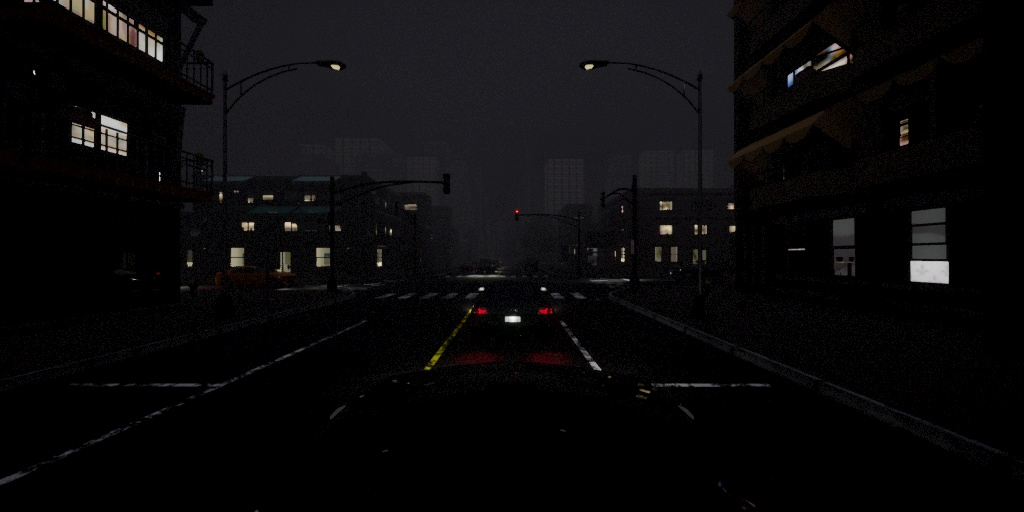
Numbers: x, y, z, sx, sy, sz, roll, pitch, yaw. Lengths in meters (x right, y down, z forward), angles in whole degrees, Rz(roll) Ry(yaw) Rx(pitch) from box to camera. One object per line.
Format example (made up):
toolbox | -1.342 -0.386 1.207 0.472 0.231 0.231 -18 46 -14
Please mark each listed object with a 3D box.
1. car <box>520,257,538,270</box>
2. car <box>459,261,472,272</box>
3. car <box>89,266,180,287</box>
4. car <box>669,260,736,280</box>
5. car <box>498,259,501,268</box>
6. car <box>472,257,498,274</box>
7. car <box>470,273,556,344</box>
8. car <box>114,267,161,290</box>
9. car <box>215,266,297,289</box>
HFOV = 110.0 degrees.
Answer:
car | 2.735 1.092 52.039 2.192 1.841 5.009 0 0 0
car | -5.738 1.316 46.525 1.888 1.381 4.507 0 0 0
car | -29.630 1.582 28.259 4.902 1.511 2.128 -1 0 0
car | 14.961 1.061 28.246 4.902 1.511 2.128 -1 0 0
car | -3.049 1.323 50.971 2.033 1.411 5.357 0 0 0
car | -3.001 1.117 40.711 2.097 1.767 4.553 0 0 -2
car | 0.016 1.315 9.647 1.994 1.385 4.181 0 0 0
car | -27.688 1.586 25.059 4.674 1.442 1.812 -1 0 0
car | -17.776 1.420 25.055 5.008 1.535 1.882 -1 0 0
